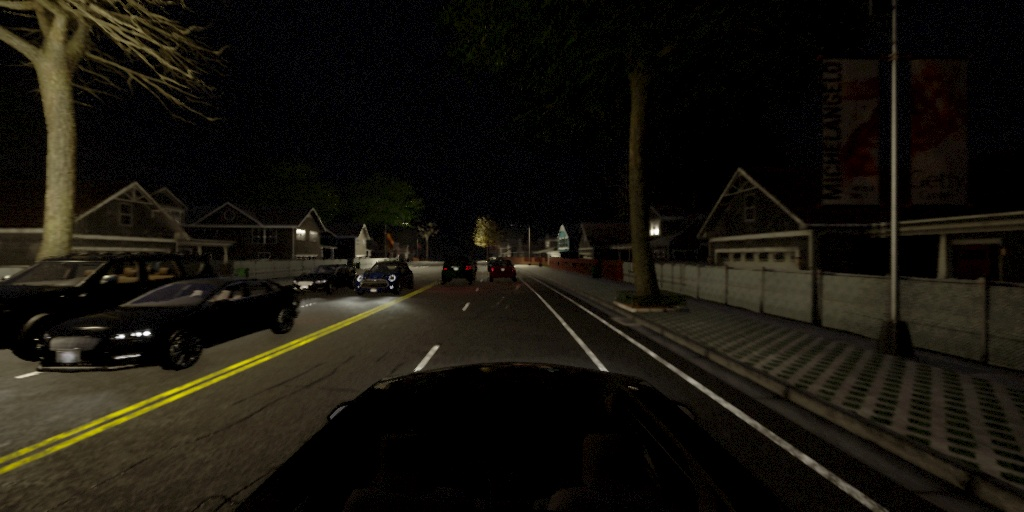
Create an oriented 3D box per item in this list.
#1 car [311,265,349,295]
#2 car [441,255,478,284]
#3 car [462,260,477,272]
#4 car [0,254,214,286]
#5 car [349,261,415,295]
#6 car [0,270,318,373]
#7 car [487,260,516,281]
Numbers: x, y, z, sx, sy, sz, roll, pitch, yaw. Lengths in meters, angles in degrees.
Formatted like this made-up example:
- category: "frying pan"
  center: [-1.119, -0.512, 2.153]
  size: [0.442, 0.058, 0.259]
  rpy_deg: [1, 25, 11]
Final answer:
- category: "car"
  center: [-10.126, 1.243, 19.800]
  size: [2.128, 1.511, 4.902]
  rpy_deg: [0, 0, -2]
- category: "car"
  center: [-3.910, 0.962, 26.816]
  size: [2.150, 2.045, 5.566]
  rpy_deg: [0, 0, -3]
- category: "car"
  center: [-5.357, 1.265, 45.698]
  size: [1.812, 1.442, 4.674]
  rpy_deg: [0, 0, -5]
- category: "car"
  center: [-9.929, 0.977, 8.667]
  size: [2.150, 2.045, 5.566]
  rpy_deg: [0, 0, -1]
- category: "car"
  center: [-6.876, 1.098, 19.840]
  size: [2.097, 1.767, 4.553]
  rpy_deg: [0, 0, -2]
- category: "car"
  center: [-6.668, 1.246, 7.811]
  size: [2.128, 1.511, 4.902]
  rpy_deg: [0, 0, -1]
- category: "car"
  center: [-0.819, 1.087, 29.693]
  size: [2.097, 1.767, 4.553]
  rpy_deg: [0, 0, -3]
